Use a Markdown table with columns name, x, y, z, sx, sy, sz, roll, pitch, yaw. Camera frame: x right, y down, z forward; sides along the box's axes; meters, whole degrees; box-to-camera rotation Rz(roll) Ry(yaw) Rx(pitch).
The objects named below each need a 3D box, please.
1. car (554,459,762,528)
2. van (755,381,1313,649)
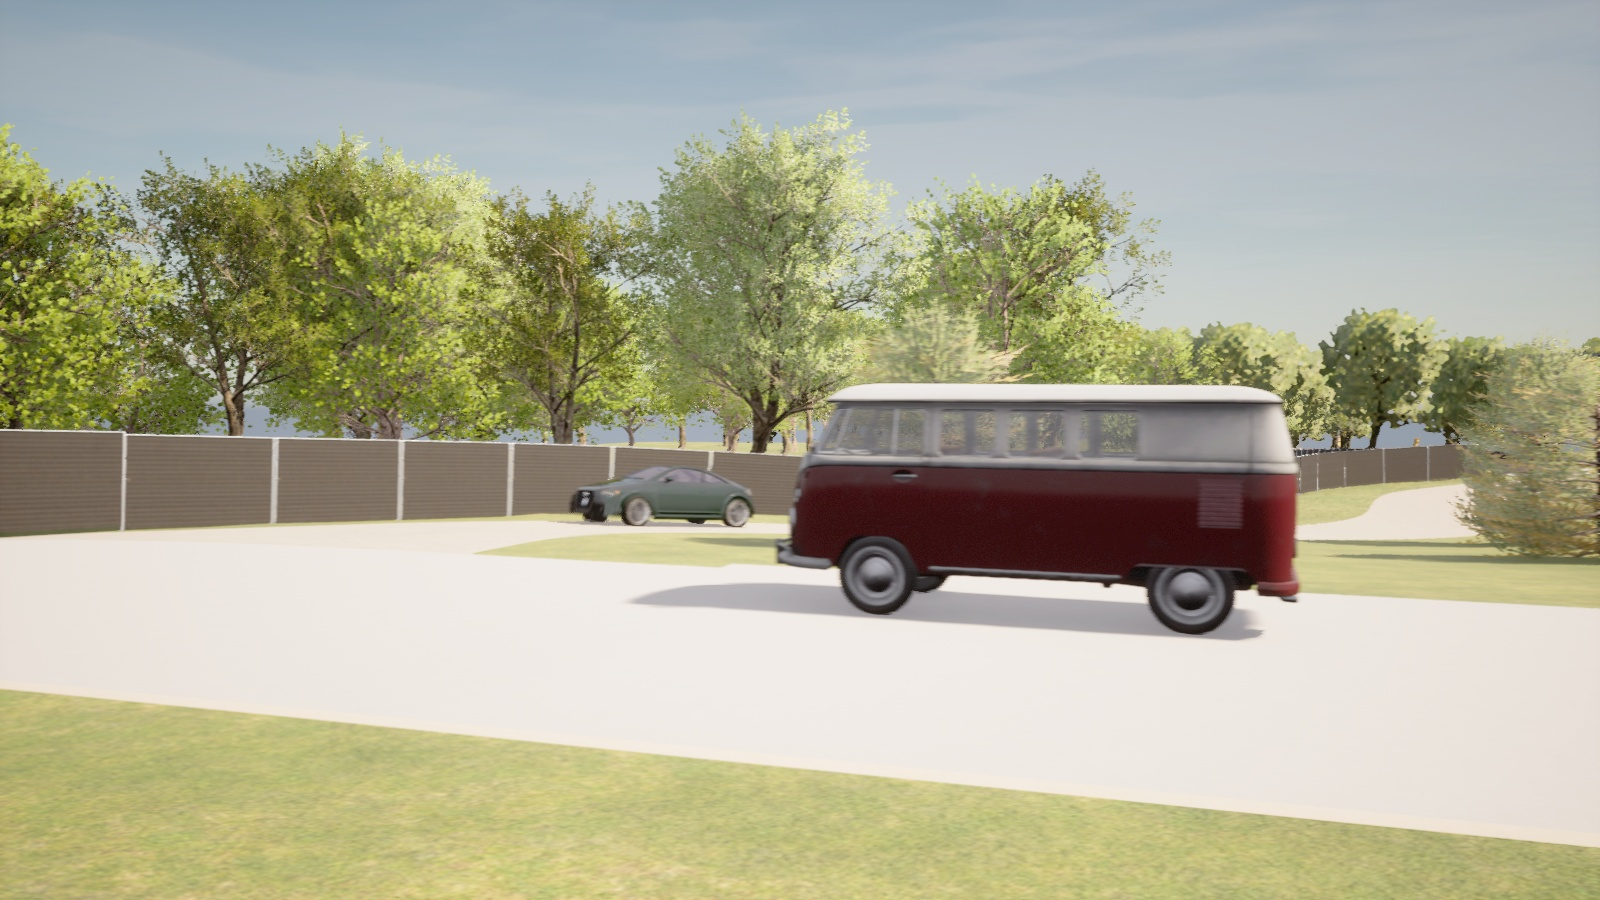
| name | x | y | z | sx | sy | sz | roll | pitch | yaw |
| --- | --- | --- | --- | --- | --- | --- | --- | --- | --- |
| car | -3.181 | 0.999 | 28.474 | 4.181 | 1.385 | 1.994 | 4 | -2 | -37 |
| van | 2.011 | 0.427 | 10.957 | 4.442 | 1.987 | 1.775 | 1 | 2 | 20 |
